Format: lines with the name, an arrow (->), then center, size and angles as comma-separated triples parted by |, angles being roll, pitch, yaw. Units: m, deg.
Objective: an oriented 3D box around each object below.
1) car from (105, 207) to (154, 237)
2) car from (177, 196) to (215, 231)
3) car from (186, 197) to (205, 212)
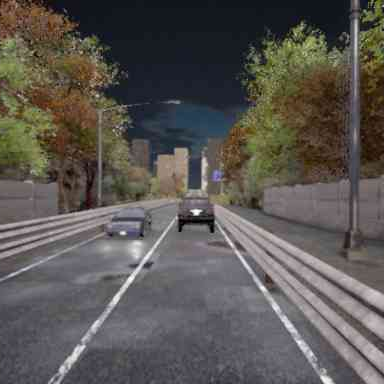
car -> -3.220, 1.554, 18.256 | 2.033, 1.411, 5.357 | 0, 0, 0
car -> 0.252, 1.260, 20.804 | 2.150, 2.045, 5.566 | 0, 0, 0
car -> 0.412, 1.503, 40.813 | 2.097, 1.767, 4.553 | 0, -1, 0
